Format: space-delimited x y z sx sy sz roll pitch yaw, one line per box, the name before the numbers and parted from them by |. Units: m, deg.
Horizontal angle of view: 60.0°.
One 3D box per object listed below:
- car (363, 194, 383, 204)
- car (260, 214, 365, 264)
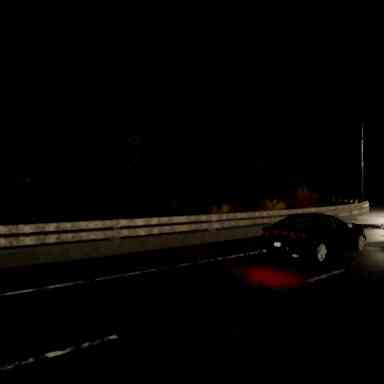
car | 37.638 1.428 69.327 2.150 2.045 5.566 0 0 10
car | 4.572 1.533 12.224 5.008 1.535 1.882 0 0 -41
